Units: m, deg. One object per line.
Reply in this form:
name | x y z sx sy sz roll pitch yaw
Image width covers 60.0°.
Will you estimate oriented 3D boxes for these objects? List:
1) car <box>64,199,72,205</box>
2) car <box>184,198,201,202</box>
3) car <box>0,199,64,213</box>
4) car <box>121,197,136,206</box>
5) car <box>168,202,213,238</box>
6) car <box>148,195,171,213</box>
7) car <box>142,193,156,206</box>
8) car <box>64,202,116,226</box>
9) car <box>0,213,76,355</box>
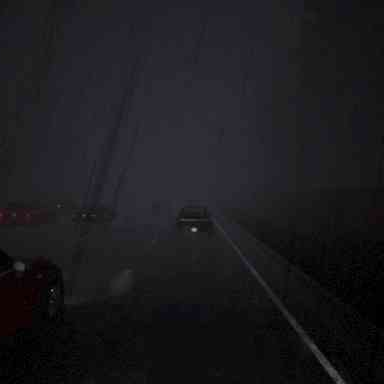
car | -13.259 1.515 34.157 1.837 1.490 4.892 0 0 3
car | 0.099 1.504 41.966 2.128 1.511 4.902 0 0 0
car | -10.401 1.359 21.575 2.097 1.767 4.553 0 0 0
car | -10.402 1.520 54.744 1.837 1.490 4.892 0 0 0
car | 0.100 1.497 17.556 2.128 1.511 4.902 0 0 0
car | -3.399 1.489 37.676 1.882 1.535 5.008 0 0 0
car | -6.901 1.237 55.272 2.150 2.045 5.566 0 0 0
car | -6.901 1.554 23.671 2.033 1.411 5.357 0 0 0
car | -3.398 1.352 4.317 2.097 1.767 4.553 0 0 0
